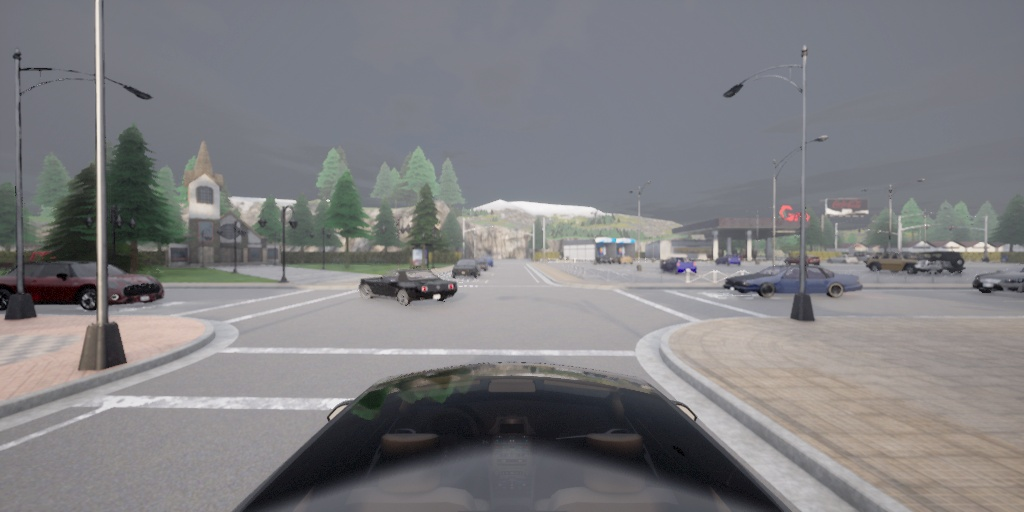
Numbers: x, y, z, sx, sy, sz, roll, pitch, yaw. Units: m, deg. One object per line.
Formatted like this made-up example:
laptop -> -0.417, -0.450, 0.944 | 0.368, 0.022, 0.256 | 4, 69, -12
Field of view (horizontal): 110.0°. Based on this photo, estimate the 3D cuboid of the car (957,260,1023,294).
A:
car -> 24.297, 1.071, 16.423 | 4.902, 1.511, 2.128 | 0, 1, 1

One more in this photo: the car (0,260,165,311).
car -> -15.678, 0.965, 13.150 | 4.553, 1.767, 2.097 | 0, 1, 1

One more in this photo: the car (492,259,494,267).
car -> -3.545, 0.727, 49.157 | 1.882, 1.535, 5.008 | 0, 1, 0

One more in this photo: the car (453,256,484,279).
car -> -3.574, 0.941, 28.876 | 1.882, 1.535, 5.008 | 0, 1, 0

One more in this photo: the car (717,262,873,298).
car -> 12.837, 1.126, 16.551 | 5.357, 1.411, 2.033 | 0, 1, 1

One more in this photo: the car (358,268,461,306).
car -> -4.453, 1.205, 14.785 | 4.718, 1.301, 1.895 | 0, 1, 42

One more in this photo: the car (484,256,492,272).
car -> -3.566, 0.906, 38.758 | 2.033, 1.411, 5.357 | 0, 1, 0
